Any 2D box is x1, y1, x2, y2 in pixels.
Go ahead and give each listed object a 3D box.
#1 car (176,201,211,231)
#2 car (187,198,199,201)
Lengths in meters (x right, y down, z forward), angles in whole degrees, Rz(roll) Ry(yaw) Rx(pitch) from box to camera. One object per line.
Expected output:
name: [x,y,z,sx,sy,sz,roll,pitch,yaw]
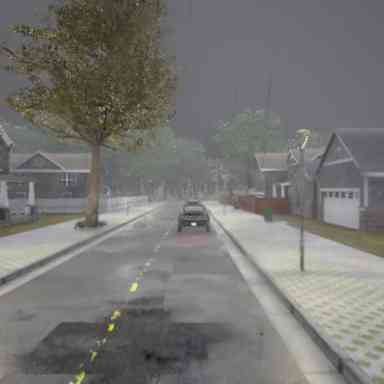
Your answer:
car: [0.104,1.510,20.600,1.837,1.490,4.892,0,0,0]
car: [0.106,1.527,39.289,1.837,1.490,4.892,0,0,0]
